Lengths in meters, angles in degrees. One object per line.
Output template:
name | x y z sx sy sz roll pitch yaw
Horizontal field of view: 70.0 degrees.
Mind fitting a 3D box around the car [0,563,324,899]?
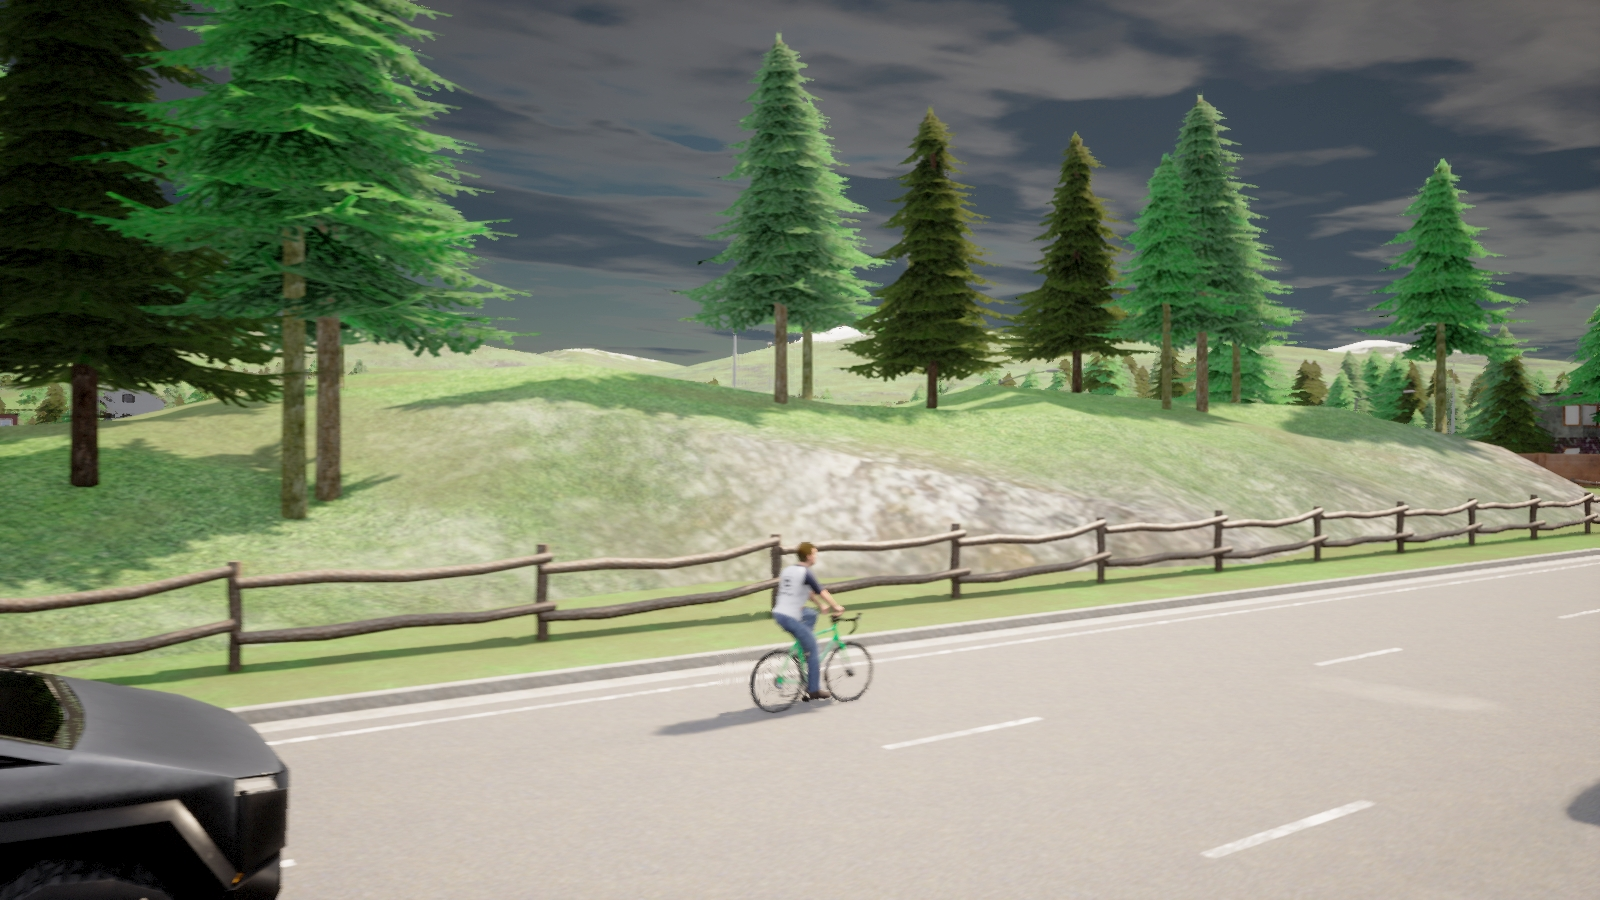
car | -5.405 1.753 4.352 6.274 2.098 2.390 0 0 -35

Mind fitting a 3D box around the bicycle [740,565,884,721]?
bicycle | 0.150 2.062 12.450 1.643 1.496 0.373 1 0 -35
